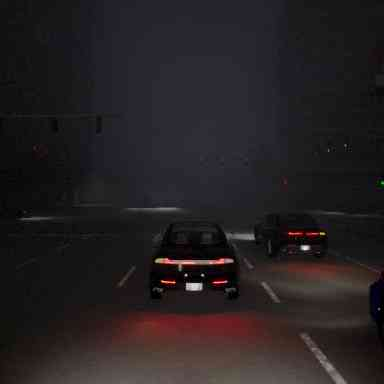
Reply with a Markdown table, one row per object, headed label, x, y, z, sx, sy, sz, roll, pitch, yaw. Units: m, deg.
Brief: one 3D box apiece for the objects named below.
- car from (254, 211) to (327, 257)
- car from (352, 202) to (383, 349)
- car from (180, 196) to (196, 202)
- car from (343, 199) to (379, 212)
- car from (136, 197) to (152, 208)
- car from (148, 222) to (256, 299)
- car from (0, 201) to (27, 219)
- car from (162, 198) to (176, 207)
| label | x | y | z | sx | sy | sz | roll | pitch | yaw |
| --- | --- | --- | --- | --- | --- | --- | --- | --- | --- |
| car | 3.616 | 1.505 | 12.880 | 1.837 | 1.490 | 4.892 | 0 | 0 | 1 |
| car | 3.605 | 1.224 | 2.380 | 2.150 | 2.045 | 5.566 | 0 | 0 | 0 |
| car | -1.018 | 1.566 | 73.312 | 1.895 | 1.301 | 4.718 | 0 | 0 | -27 |
| car | 18.678 | 1.526 | 35.673 | 4.674 | 1.442 | 1.812 | 0 | 0 | 0 |
| car | -7.010 | 1.505 | 48.730 | 1.837 | 1.490 | 4.892 | 0 | 0 | 0 |
| car | 0.066 | 1.492 | 8.413 | 2.128 | 1.511 | 4.902 | 0 | 0 | 1 |
| car | -16.705 | 1.504 | 28.323 | 4.892 | 1.490 | 1.837 | 0 | 0 | 0 |
| car | -3.494 | 1.601 | 51.363 | 1.895 | 1.301 | 4.718 | 0 | 0 | 1 |
